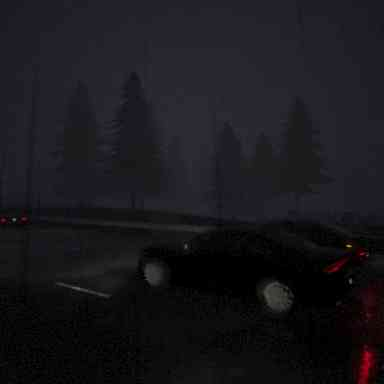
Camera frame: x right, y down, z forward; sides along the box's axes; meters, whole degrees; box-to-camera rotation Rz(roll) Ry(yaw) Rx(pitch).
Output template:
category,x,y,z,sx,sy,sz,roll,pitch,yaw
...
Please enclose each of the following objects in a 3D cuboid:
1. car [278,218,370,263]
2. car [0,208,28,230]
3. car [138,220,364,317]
category,x,y,z,sx,sy,sz,roll,pitch,yaw
car,2.950,1.560,10.484,4.674,1.442,1.812,-1,0,35
car,-12.899,1.772,21.774,5.357,1.411,2.033,-1,0,35
car,0.937,1.512,7.621,5.008,1.535,1.882,-1,0,35
